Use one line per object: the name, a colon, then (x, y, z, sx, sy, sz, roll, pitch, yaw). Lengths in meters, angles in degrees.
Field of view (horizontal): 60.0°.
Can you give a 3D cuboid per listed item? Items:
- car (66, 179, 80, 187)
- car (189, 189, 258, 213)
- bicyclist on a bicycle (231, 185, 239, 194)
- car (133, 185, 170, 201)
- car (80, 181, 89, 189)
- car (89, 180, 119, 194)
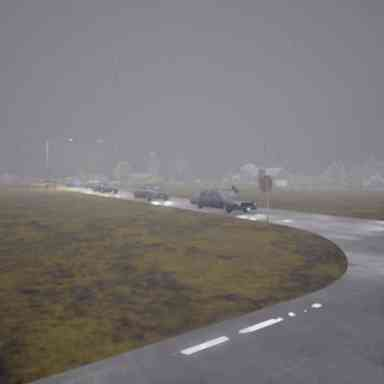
car: (-21.457, -1.591, 60.868, 2.033, 1.411, 5.357, 0, 3, -35)
car: (1.945, 0.534, 22.457, 2.033, 1.411, 5.357, 0, 3, -35)
bicyclist on a bicycle: (3.834, 0.170, 30.174, 1.656, 1.620, 0.582, -1, 3, -35)
car: (-3.779, 0.059, 30.597, 1.994, 1.385, 4.181, 0, 3, -35)
car: (-15.472, -1.180, 52.355, 2.128, 1.511, 4.902, 0, 3, -35)
car: (-10.466, -0.564, 40.136, 1.837, 1.490, 4.892, 0, 3, -35)
